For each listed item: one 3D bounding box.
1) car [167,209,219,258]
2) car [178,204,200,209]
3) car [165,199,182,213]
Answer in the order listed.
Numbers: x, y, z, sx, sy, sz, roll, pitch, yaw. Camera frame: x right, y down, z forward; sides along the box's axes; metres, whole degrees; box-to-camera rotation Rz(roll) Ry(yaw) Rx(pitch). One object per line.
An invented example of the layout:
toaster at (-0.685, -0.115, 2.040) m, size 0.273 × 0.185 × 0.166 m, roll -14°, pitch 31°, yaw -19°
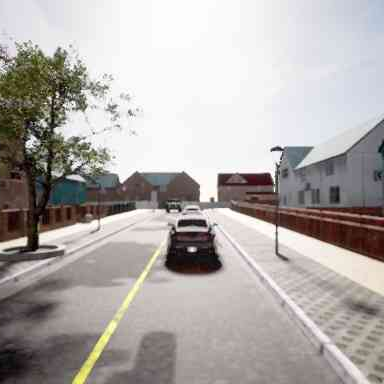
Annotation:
car at (0.022, 1.680, 13.523) m, size 1.837 × 1.490 × 4.892 m, roll 0°, pitch 0°, yaw 0°
car at (0.026, 1.937, 28.932) m, size 1.812 × 1.442 × 4.674 m, roll 0°, pitch -1°, yaw 0°
car at (-2.757, 2.038, 50.533) m, size 2.150 × 2.045 × 5.566 m, roll 0°, pitch -1°, yaw 0°
